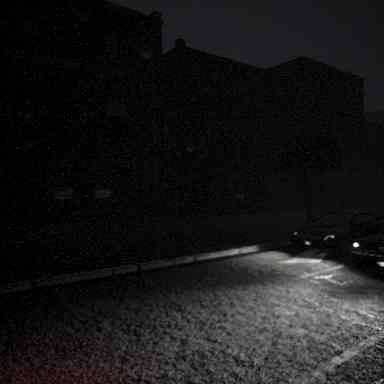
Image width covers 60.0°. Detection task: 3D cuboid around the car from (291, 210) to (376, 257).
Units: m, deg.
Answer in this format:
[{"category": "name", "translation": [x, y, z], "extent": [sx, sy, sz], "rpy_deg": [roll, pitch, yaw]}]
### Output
[{"category": "car", "translation": [5.778, 1.435, 12.692], "extent": [4.674, 1.442, 1.812], "rpy_deg": [0, 0, -37]}]

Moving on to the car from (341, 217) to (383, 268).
[{"category": "car", "translation": [6.642, 1.517, 9.836], "extent": [4.718, 1.301, 1.895], "rpy_deg": [-1, 0, -37]}]
